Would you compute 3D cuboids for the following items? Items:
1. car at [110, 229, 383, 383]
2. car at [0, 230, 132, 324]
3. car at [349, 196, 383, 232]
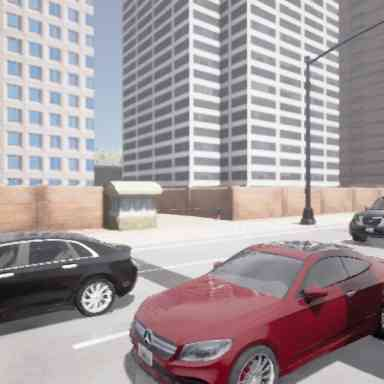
[{"bbox_3d":[1.392,1.511,4.969,4.674,1.442,1.812,0,0,-35],"label":"car"},{"bbox_3d":[-3.358,1.504,5.890,4.892,1.490,1.837,0,0,-35],"label":"car"},{"bbox_3d":[9.325,1.164,14.826,5.566,2.045,2.150,0,0,-35],"label":"car"}]
